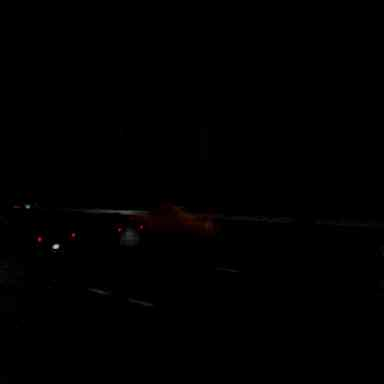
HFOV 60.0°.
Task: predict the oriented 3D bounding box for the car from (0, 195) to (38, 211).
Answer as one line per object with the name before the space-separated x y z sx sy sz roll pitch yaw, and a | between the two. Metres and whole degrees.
car | -14.979 1.248 27.535 5.566 2.045 2.150 0 0 36

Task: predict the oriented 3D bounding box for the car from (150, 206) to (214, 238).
car | -1.214 1.487 17.697 5.008 1.535 1.882 0 0 36

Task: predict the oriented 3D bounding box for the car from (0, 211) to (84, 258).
car | -6.545 1.612 12.916 4.718 1.301 1.895 0 0 36

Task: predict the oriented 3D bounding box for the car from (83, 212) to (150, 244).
car | -4.510 1.612 15.764 4.718 1.301 1.895 0 0 36
